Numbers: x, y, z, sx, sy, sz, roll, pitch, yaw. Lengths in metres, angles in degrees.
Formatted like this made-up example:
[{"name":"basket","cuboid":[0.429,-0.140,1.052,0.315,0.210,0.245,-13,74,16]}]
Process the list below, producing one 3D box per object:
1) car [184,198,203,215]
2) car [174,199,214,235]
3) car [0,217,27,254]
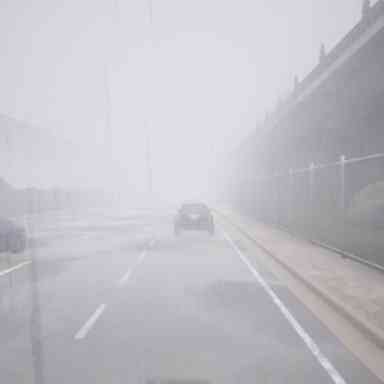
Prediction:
[{"name":"car","cuboid":[0.117,1.460,34.769,1.882,1.535,5.008,0,0,0]},{"name":"car","cuboid":[0.110,1.342,19.016,2.097,1.767,4.553,0,0,0]},{"name":"car","cuboid":[-7.083,1.519,10.718,1.812,1.442,4.674,0,0,0]}]
